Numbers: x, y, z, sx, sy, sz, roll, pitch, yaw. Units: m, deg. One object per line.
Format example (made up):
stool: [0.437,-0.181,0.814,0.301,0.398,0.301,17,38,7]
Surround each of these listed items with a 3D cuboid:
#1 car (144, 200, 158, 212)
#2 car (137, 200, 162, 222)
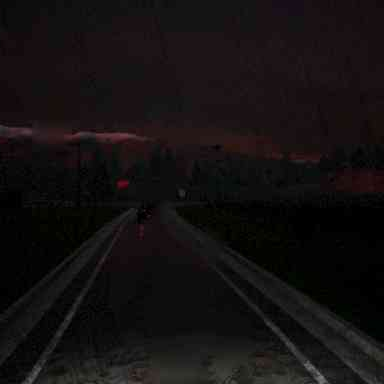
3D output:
car: [-5.343,1.768,43.574,1.812,1.442,4.674,0,0,-6]
car: [-3.533,1.648,27.761,2.128,1.511,4.902,0,0,-6]
